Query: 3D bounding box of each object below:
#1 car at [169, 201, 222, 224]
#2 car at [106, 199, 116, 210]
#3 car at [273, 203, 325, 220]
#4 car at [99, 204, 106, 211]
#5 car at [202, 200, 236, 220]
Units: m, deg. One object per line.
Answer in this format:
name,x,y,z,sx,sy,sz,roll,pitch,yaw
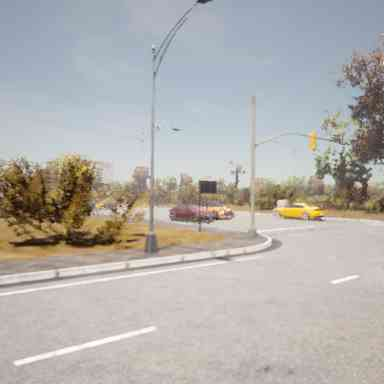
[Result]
car,-0.056,1.723,27.338,1.812,1.442,4.674,1,-1,-39
car,-11.897,1.733,47.756,1.837,1.490,4.892,1,-1,-38
car,10.068,1.818,31.655,1.882,1.535,5.008,1,-1,-39
car,-13.615,1.748,44.289,1.994,1.385,4.181,1,-1,-38
car,1.864,1.593,30.544,2.097,1.767,4.553,1,-1,-39
